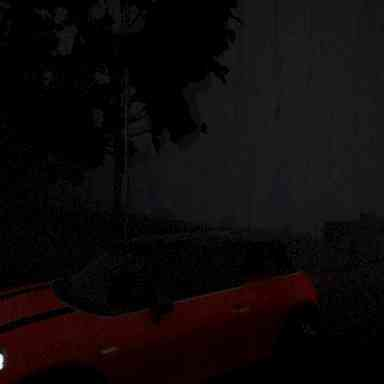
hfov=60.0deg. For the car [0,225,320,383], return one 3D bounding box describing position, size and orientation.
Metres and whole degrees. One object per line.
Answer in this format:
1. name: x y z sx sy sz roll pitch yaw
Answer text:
1. car: -0.485 1.373 4.175 4.553 1.767 2.097 0 0 -34
